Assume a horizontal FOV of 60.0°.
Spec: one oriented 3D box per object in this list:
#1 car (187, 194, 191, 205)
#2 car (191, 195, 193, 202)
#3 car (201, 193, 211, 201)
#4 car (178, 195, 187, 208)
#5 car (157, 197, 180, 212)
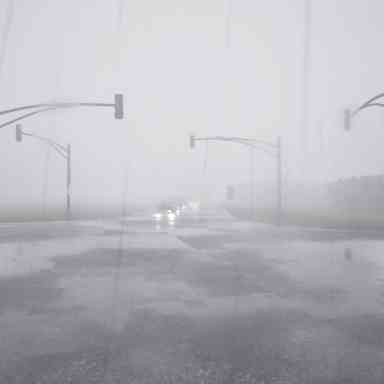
[{"bbox_3d":[-1.766,1.479,57.808,2.128,1.511,4.902,0,0,4],"label":"car"},{"bbox_3d":[-0.747,1.281,71.626,2.128,1.511,4.902,0,0,4],"label":"car"},{"bbox_3d":[3.362,1.191,79.079,2.150,2.045,5.566,0,0,5],"label":"car"},{"bbox_3d":[-2.358,1.486,47.560,2.128,1.511,4.902,0,0,3],"label":"car"},{"bbox_3d":[-2.812,1.600,38.245,1.895,1.301,4.718,0,0,3],"label":"car"}]
